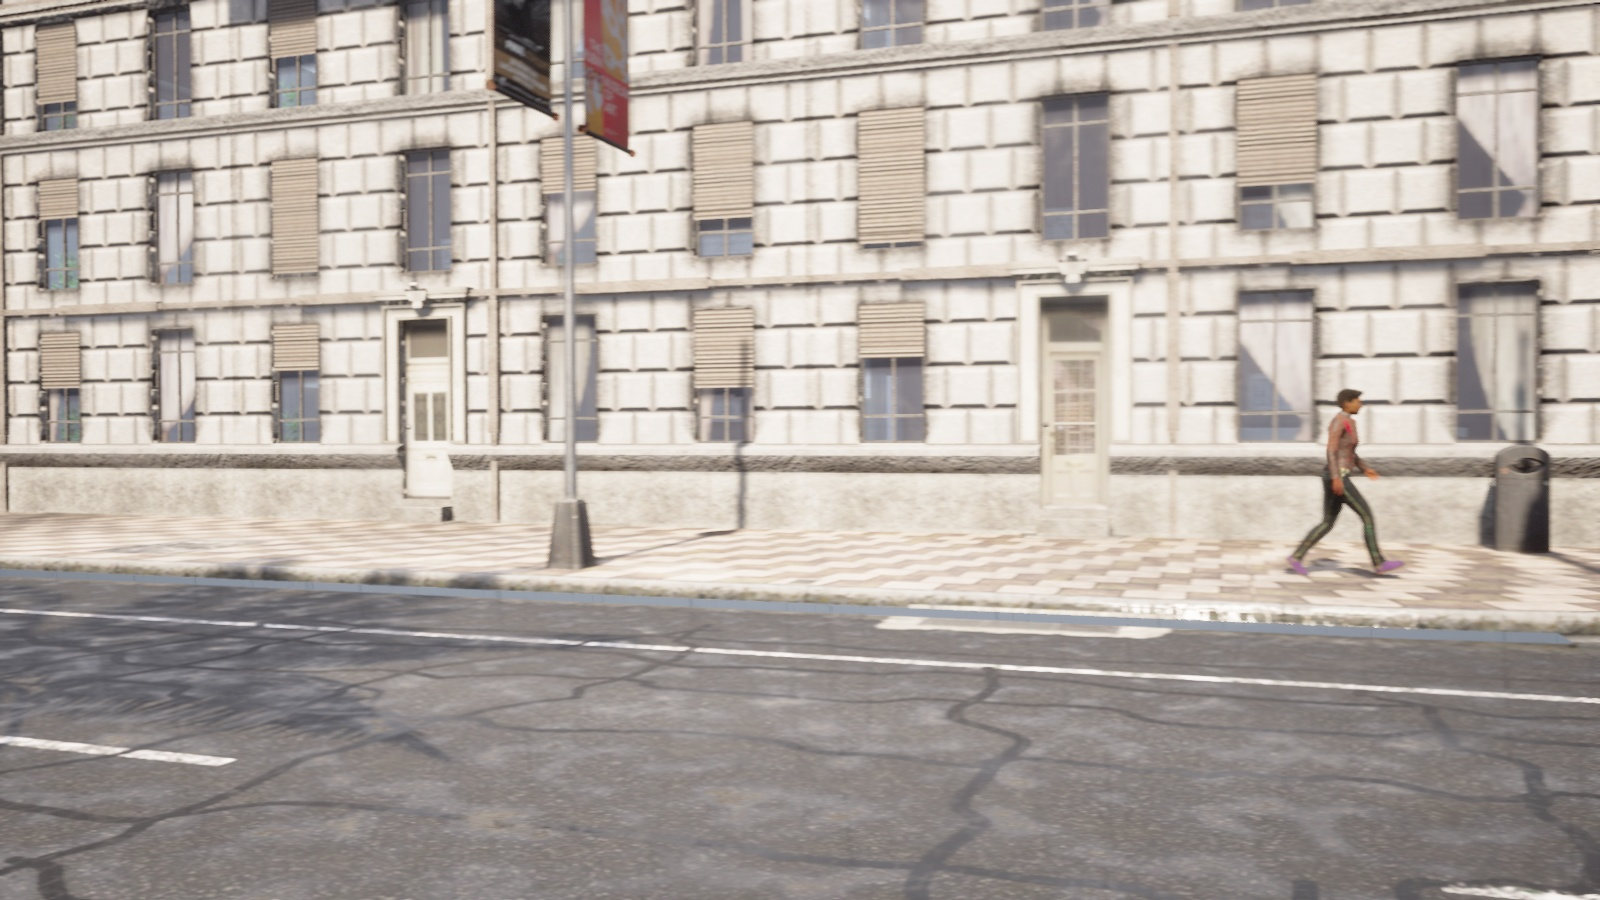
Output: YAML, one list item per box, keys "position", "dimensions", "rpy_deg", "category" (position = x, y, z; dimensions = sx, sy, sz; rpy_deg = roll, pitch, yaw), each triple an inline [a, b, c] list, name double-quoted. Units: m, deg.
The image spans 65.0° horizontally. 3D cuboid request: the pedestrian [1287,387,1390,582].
- position: [5.103, 0.312, 11.912]
  dimensions: [0.869, 1.805, 0.328]
  rpy_deg: [1, 1, 26]
  category: "pedestrian"
